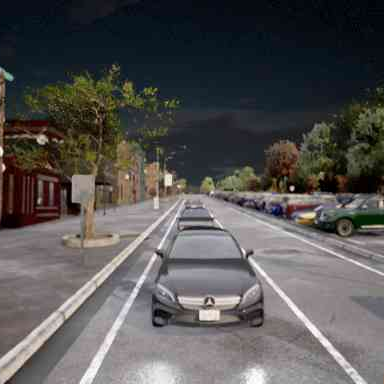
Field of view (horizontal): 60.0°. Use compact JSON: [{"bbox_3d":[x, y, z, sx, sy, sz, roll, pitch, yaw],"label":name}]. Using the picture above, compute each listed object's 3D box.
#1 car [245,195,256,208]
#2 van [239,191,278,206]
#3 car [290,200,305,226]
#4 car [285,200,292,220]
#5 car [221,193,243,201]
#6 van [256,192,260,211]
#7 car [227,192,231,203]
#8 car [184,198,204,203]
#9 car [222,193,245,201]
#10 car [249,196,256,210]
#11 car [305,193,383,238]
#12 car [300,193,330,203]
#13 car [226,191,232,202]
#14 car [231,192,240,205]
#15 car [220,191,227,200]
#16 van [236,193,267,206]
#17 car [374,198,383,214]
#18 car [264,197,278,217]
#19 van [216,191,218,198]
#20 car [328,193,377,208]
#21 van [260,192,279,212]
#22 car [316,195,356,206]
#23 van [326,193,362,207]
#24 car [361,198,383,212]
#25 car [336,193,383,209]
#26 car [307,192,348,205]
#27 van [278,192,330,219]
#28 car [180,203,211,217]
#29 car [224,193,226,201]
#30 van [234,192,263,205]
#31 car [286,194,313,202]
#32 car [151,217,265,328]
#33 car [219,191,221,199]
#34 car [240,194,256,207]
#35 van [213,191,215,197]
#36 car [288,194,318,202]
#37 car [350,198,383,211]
[{"bbox_3d":[9.104,1.462,39.796,4.674,1.452,2.002,0,0,0],"label":"car"},{"bbox_3d":[9.182,1.159,45.406,4.442,1.987,1.878,0,0,0],"label":"van"},{"bbox_3d":[9.067,1.464,20.166,5.366,1.575,1.946,0,0,0],"label":"car"},{"bbox_3d":[9.234,1.504,22.970,4.674,1.452,2.002,0,0,0],"label":"car"},{"bbox_3d":[8.825,1.006,73.435,4.553,1.767,2.185,0,1,0],"label":"car"},{"bbox_3d":[9.265,1.219,34.185,4.442,1.987,1.878,0,0,0],"label":"van"},{"bbox_3d":[8.975,1.285,56.618,4.892,1.521,2.231,0,1,0],"label":"car"},{"bbox_3d":[0.179,1.418,35.271,2.128,1.511,4.902,0,0,0],"label":"car"},{"bbox_3d":[8.846,1.032,70.632,4.553,1.767,2.185,0,1,0],"label":"car"},{"bbox_3d":[9.157,1.466,36.989,4.792,1.488,2.163,0,0,0],"label":"car"},{"bbox_3d":[9.245,1.219,17.363,5.566,2.045,2.435,0,0,0],"label":"car"},{"bbox_3d":[22.068,1.130,59.971,4.553,1.767,2.185,0,1,0],"label":"car"},{"bbox_3d":[8.992,1.133,59.420,4.553,1.767,2.185,0,1,0],"label":"car"},{"bbox_3d":[9.016,1.108,48.205,5.566,2.045,2.435,0,1,0],"label":"car"},{"bbox_3d":[8.891,0.956,65.024,5.566,2.045,2.435,0,1,0],"label":"car"},{"bbox_3d":[9.140,1.108,51.010,4.442,1.987,1.878,0,1,0],"label":"van"},{"bbox_3d":[22.407,1.441,34.988,5.366,1.575,1.946,0,0,0],"label":"car"},{"bbox_3d":[9.185,1.457,28.576,5.008,1.535,2.097,0,0,0],"label":"car"},{"bbox_3d":[8.698,0.856,79.039,4.442,1.987,1.878,0,1,0],"label":"van"},{"bbox_3d":[22.168,1.129,46.092,5.566,2.045,2.435,0,1,0],"label":"car"},{"bbox_3d":[9.053,1.227,31.382,4.442,1.987,1.878,0,0,0],"label":"van"},{"bbox_3d":[22.285,1.327,51.645,5.366,1.575,1.946,0,1,0],"label":"car"},{"bbox_3d":[22.236,1.130,48.868,4.442,1.987,1.878,0,1,0],"label":"van"},{"bbox_3d":[22.172,1.465,37.759,4.792,1.488,2.163,0,0,0],"label":"car"},{"bbox_3d":[22.132,1.149,43.315,5.566,2.045,2.435,0,0,0],"label":"car"},{"bbox_3d":[22.107,1.054,54.418,5.566,2.045,2.435,0,1,0],"label":"car"},{"bbox_3d":[9.328,1.235,25.774,4.442,1.987,1.878,0,0,0],"label":"van"},{"bbox_3d":[0.187,1.530,17.733,2.033,1.411,5.357,0,0,0],"label":"car"},{"bbox_3d":[8.937,1.273,62.224,4.674,1.452,2.002,0,1,0],"label":"car"},{"bbox_3d":[9.119,1.083,53.813,4.442,1.987,1.878,0,1,0],"label":"van"},{"bbox_3d":[21.981,1.181,68.299,4.892,1.521,2.231,0,1,0],"label":"car"},{"bbox_3d":[0.249,1.523,7.155,1.812,1.442,4.674,0,0,0],"label":"car"},{"bbox_3d":[8.870,0.931,67.827,5.566,2.045,2.435,0,1,0],"label":"car"},{"bbox_3d":[9.092,1.404,42.599,4.892,1.521,2.231,0,0,0],"label":"car"},{"bbox_3d":[8.615,0.755,90.252,4.442,1.987,1.878,0,1,0],"label":"van"},{"bbox_3d":[21.810,1.202,65.521,5.366,1.575,1.946,0,1,0],"label":"car"},{"bbox_3d":[22.210,1.448,40.542,4.792,1.488,2.163,0,0,0],"label":"car"}]
